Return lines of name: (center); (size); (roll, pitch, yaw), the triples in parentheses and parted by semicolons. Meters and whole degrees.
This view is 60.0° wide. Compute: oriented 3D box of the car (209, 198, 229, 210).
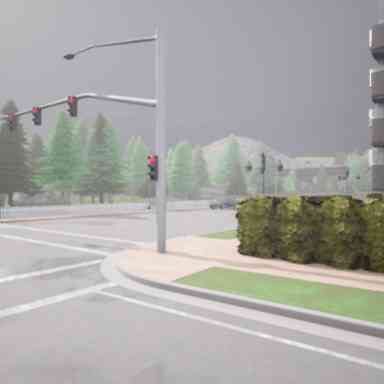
car: (4.148, 1.539, 42.702); (1.837, 1.490, 4.892); (0, 0, 39)

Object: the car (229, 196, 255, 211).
car: (6.946, 1.379, 40.596); (2.097, 1.767, 4.553); (0, 0, 39)
